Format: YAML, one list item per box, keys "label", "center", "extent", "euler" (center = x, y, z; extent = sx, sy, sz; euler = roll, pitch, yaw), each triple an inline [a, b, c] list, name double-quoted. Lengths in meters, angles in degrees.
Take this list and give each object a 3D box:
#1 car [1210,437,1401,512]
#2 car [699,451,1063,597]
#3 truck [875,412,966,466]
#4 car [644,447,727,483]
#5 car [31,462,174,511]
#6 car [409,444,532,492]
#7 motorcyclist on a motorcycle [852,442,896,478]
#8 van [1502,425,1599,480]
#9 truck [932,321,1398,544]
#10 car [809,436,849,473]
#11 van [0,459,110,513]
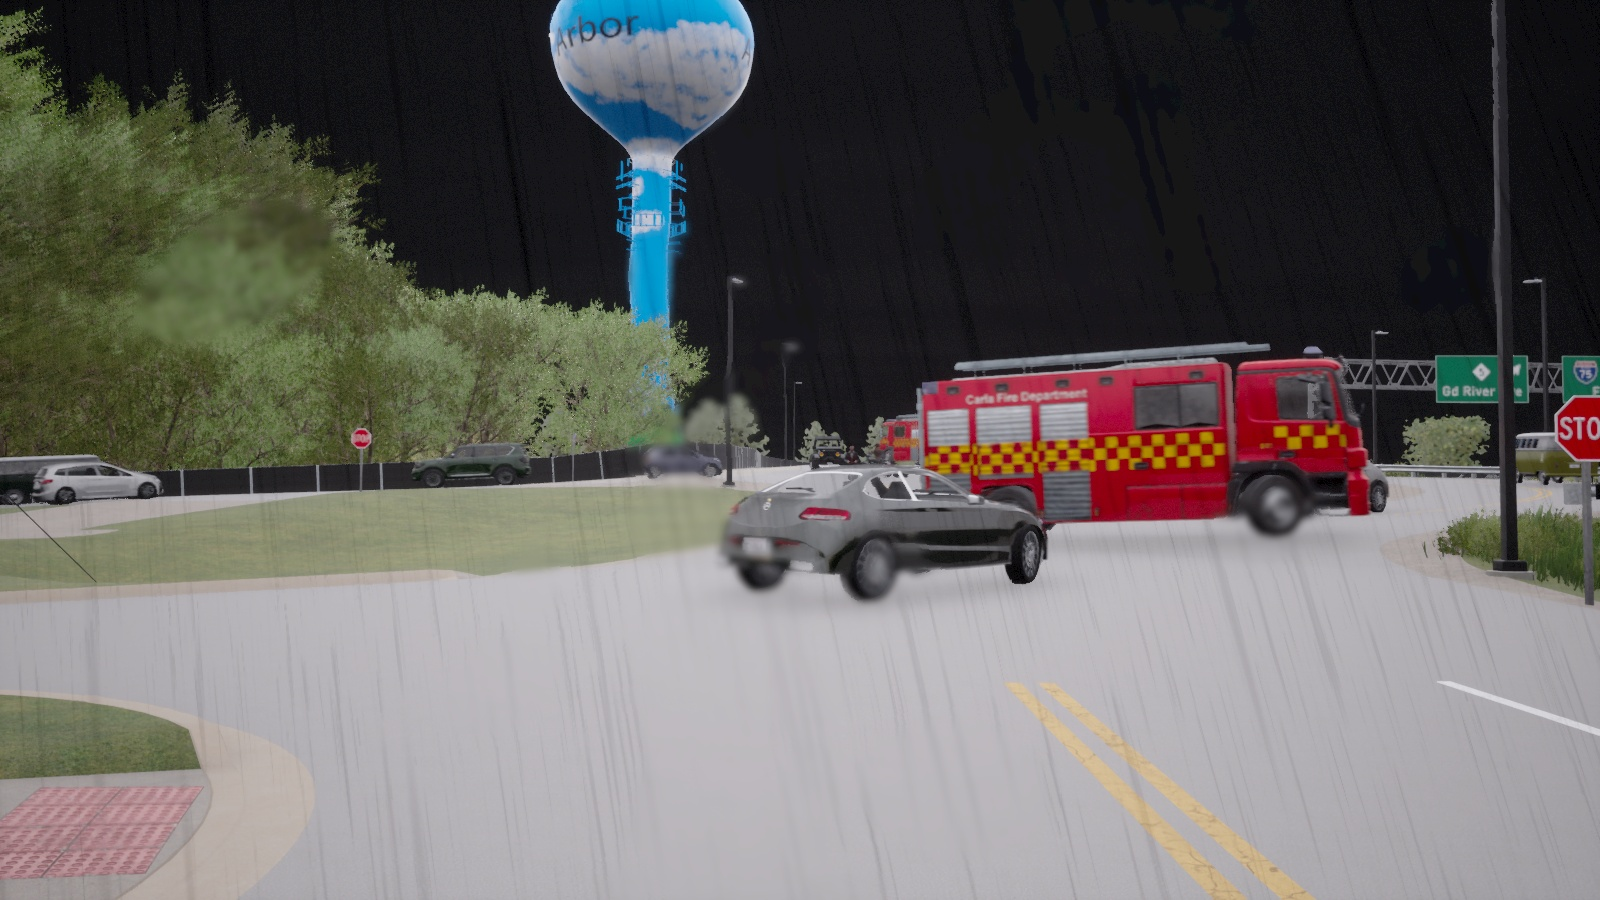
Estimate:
- label: "car"
  center: [12.765, 0.587, 31.590]
  extent: [5.027, 1.651, 2.152]
  euler: [-2, -1, -38]
- label: "car"
  center: [1.242, 0.857, 16.798]
  extent: [2.152, 1.651, 5.027]
  euler: [-1, -1, 43]
- label: "truck"
  center: [8.930, -0.771, 94.154]
  extent: [2.891, 3.827, 8.468]
  euler: [0, 0, -25]
- label: "car"
  center: [-5.362, 0.690, 58.719]
  extent: [3.633, 1.501, 1.845]
  euler: [-2, 0, -13]
- label: "car"
  center: [-28.302, 1.448, 51.005]
  extent: [4.611, 1.667, 2.242]
  euler: [-4, 1, -42]
- label: "car"
  center: [-15.695, 0.878, 60.086]
  extent: [5.566, 2.045, 2.150]
  euler: [-2, -2, -12]
- label: "motorcyclist on a motorcycle"
  center: [3.499, 0.460, 59.390]
  extent: [0.766, 1.649, 2.350]
  euler: [-1, 1, -35]
- label: "van"
  center: [28.768, 0.092, 48.222]
  extent: [1.775, 1.987, 4.442]
  euler: [-1, 0, 10]
- label: "truck"
  center: [7.267, -0.211, 25.590]
  extent: [8.468, 3.827, 2.891]
  euler: [-3, -1, 21]
- label: "car"
  center: [1.471, 0.209, 65.322]
  extent: [1.905, 1.878, 3.866]
  euler: [0, 1, -1]
- label: "van"
  center: [-31.682, 1.508, 52.680]
  extent: [4.442, 1.987, 1.775]
  euler: [-4, 1, -40]
